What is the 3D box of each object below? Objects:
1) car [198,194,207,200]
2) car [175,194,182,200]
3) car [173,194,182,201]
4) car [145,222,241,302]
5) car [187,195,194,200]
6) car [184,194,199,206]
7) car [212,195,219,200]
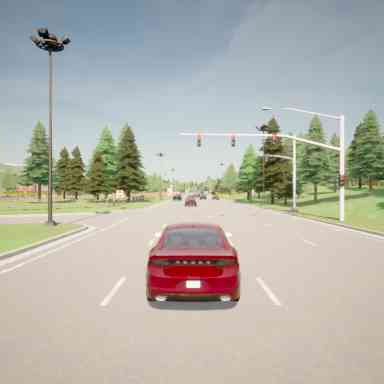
[{"bbox_3d":[3.153,1.524,94.403,1.812,1.442,4.674,0,0,0],"label":"car"},{"bbox_3d":[-3.845,1.310,93.964,1.882,1.535,5.008,0,0,0],"label":"car"},{"bbox_3d":[-3.807,1.469,83.544,1.882,1.535,5.008,0,0,0],"label":"car"},{"bbox_3d":[0.033,1.478,8.342,1.882,1.535,5.008,0,0,0],"label":"car"},{"bbox_3d":[-0.345,1.427,94.007,1.895,1.301,4.718,0,0,0],"label":"car"},{"bbox_3d":[-0.193,1.525,52.944,1.812,1.442,4.674,0,0,0],"label":"car"},{"bbox_3d":[6.653,1.525,94.416,2.128,1.511,4.902,0,0,0],"label":"car"}]
